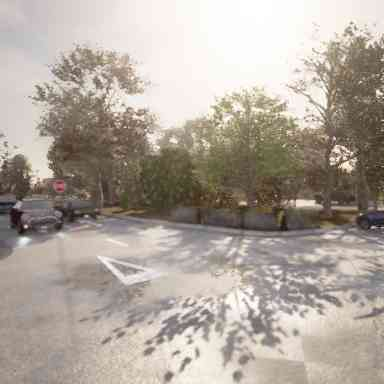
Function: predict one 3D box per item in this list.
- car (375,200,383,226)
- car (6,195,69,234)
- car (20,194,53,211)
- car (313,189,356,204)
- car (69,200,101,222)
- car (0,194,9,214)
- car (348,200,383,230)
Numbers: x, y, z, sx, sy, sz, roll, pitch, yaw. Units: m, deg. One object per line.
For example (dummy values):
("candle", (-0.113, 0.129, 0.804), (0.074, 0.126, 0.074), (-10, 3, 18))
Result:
("car", (13.919, 1.311, 19.720), (2.231, 1.521, 4.892), (-1, 0, -35))
("car", (-8.760, 1.186, 18.603), (2.097, 1.767, 4.553), (-4, 3, -35))
("car", (-15.990, 0.996, 34.010), (2.033, 1.411, 5.357), (-4, 3, -35))
("car", (19.568, 0.546, 45.788), (2.150, 2.045, 5.566), (-4, 3, -36))
("car", (-8.021, 1.227, 23.057), (1.895, 1.301, 4.718), (-4, 3, -36))
("car", (-16.224, 1.026, 28.984), (2.097, 1.767, 4.553), (-4, 3, -36))
("car", (11.250, 1.375, 17.821), (2.002, 1.452, 4.674), (-1, 0, -35))
